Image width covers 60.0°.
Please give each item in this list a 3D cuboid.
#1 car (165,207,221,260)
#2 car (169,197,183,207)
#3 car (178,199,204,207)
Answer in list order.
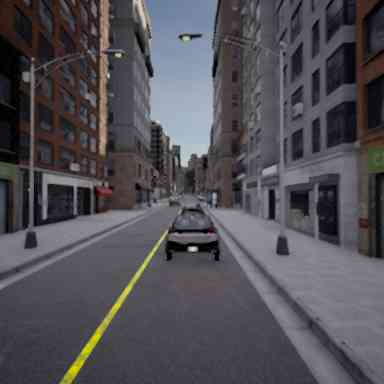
[{"bbox_3d":[0.049,1.547,12.632,2.128,1.511,4.902,0,0,1],"label":"car"},{"bbox_3d":[-3.011,1.908,58.058,1.895,1.301,4.718,0,0,1],"label":"car"},{"bbox_3d":[0.057,1.632,27.655,1.837,1.490,4.892,0,0,1],"label":"car"}]
